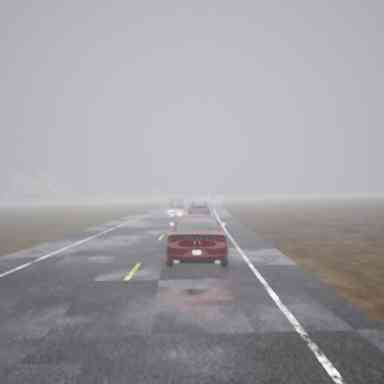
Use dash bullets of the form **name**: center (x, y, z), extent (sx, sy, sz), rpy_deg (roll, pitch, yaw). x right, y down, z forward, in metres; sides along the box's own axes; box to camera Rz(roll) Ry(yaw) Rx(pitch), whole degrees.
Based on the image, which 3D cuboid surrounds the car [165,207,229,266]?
- **car**: center (0.186, 1.510, 11.659), extent (1.882, 1.535, 5.008), rpy_deg (0, 0, 1)

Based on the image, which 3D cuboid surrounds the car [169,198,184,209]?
- **car**: center (-2.172, 1.612, 47.451), extent (2.128, 1.511, 4.902), rpy_deg (0, 0, 4)

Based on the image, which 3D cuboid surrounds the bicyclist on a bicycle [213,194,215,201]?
- **bicyclist on a bicycle**: center (6.092, 1.568, 91.542), extent (0.659, 1.776, 1.843), rpy_deg (0, 0, 6)

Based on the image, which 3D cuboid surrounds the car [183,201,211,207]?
- **car**: center (0.651, 1.569, 29.418), extent (2.128, 1.511, 4.902), rpy_deg (0, 0, 2)

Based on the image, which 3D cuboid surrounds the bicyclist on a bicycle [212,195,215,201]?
- **bicyclist on a bicycle**: center (5.149, 1.637, 82.625), extent (0.582, 1.620, 1.656), rpy_deg (0, 0, 6)
